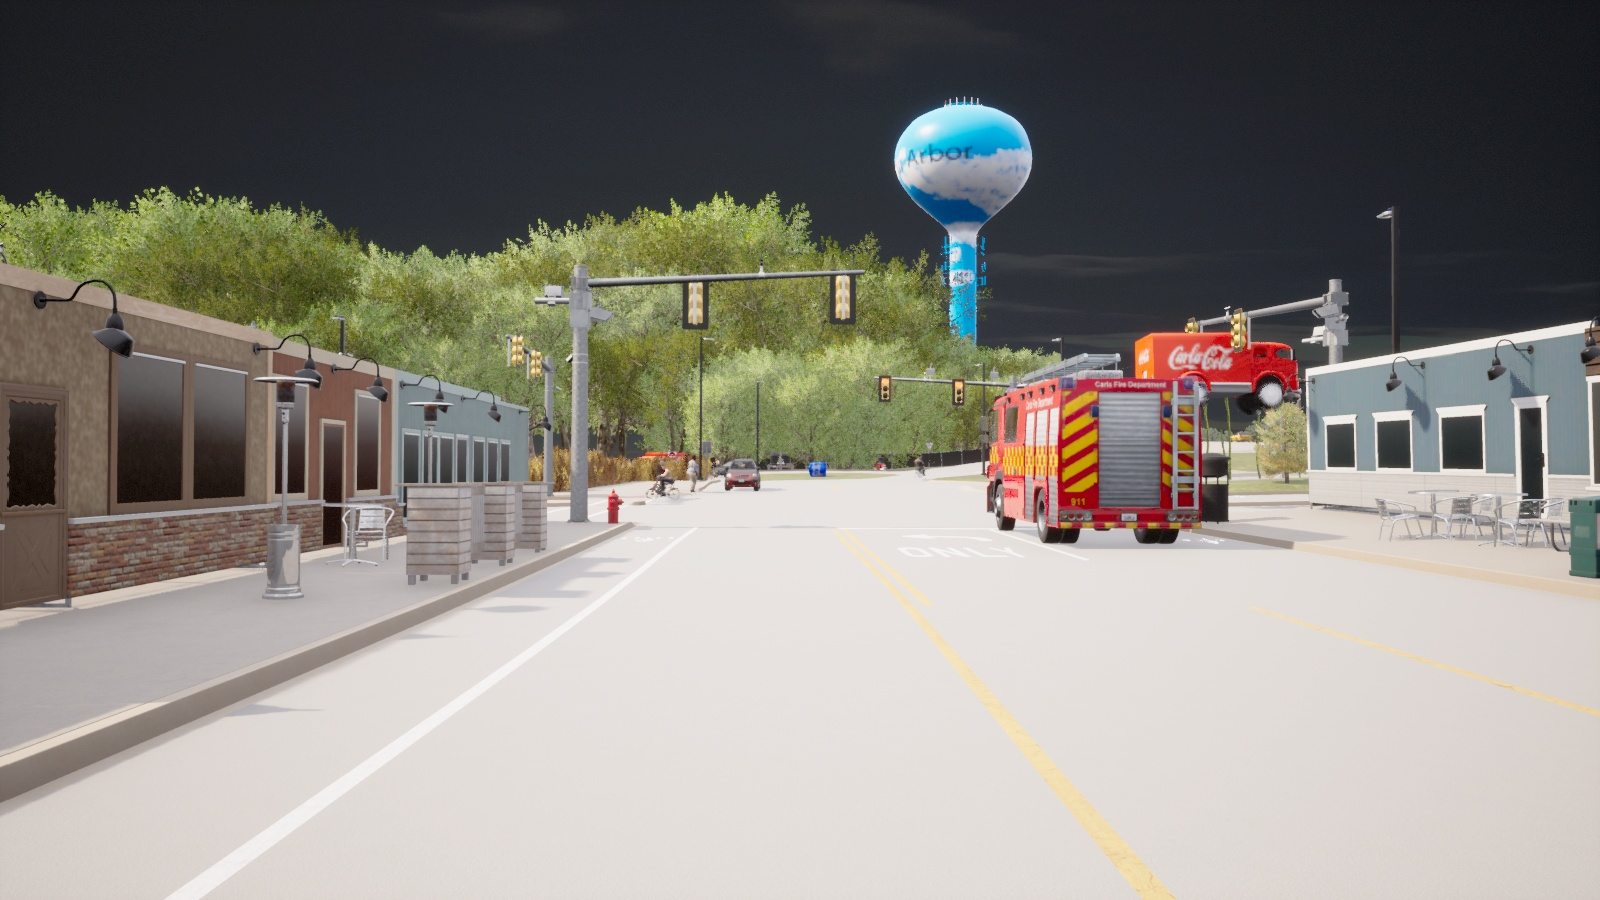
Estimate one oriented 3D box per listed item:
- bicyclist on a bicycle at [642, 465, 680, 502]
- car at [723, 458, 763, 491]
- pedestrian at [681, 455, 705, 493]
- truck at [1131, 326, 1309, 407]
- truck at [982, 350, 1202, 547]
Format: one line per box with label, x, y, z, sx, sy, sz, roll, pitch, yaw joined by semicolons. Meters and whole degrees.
bicyclist on a bicycle;-6.079;1.458;55.025;1.509;1.612;0.866;-1;0;1
car;-2.920;1.248;64.968;1.851;1.617;3.988;0;1;0
pedestrian;-5.240;1.194;61.615;0.900;1.855;0.874;0;-1;-25
truck;14.458;-2.840;43.500;5.204;2.467;2.627;0;-3;0
truck;6.313;0.008;28.718;2.891;3.827;8.468;0;-1;-1
